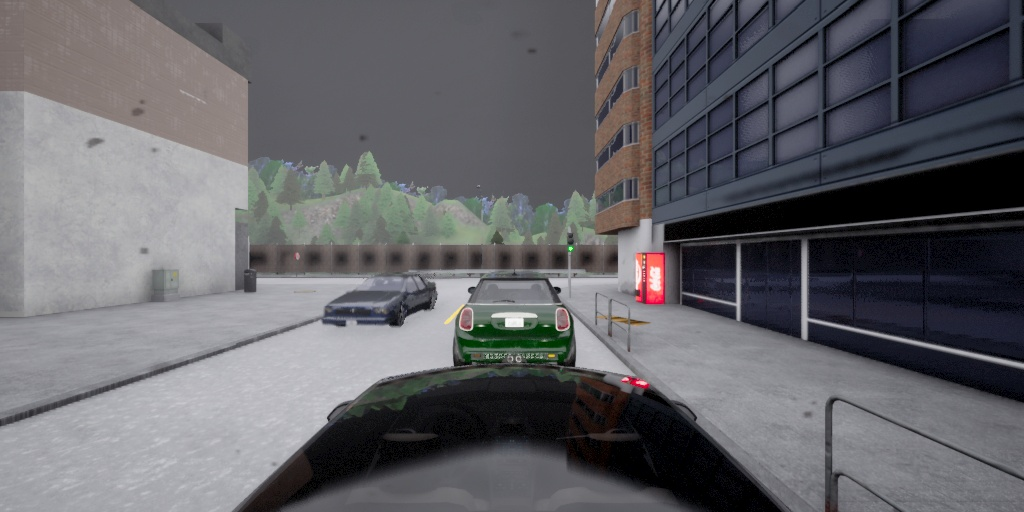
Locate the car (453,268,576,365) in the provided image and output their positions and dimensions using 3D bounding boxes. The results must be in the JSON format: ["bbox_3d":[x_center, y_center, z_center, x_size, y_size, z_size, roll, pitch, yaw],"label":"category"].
[{"bbox_3d":[0.055,1.102,7.942,2.097,1.767,4.553,0,0,0],"label":"car"}]

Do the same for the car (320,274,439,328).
[{"bbox_3d":[-3.875,1.297,11.691,2.033,1.411,5.357,0,0,4],"label":"car"}]
